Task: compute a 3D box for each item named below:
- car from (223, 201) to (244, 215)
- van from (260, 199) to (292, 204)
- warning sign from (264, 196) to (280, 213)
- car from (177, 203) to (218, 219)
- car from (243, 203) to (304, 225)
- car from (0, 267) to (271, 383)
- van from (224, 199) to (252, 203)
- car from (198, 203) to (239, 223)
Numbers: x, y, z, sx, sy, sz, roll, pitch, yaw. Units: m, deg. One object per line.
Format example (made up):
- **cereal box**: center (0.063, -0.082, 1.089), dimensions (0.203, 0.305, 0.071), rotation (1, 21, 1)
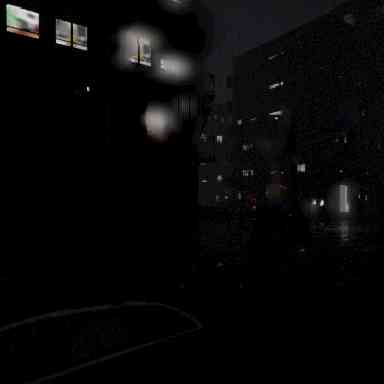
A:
- **car**: center (3.102, 1.943, 36.395), dimensions (1.895, 1.301, 4.718), rotation (0, -1, -36)
- **van**: center (8.424, 1.602, 33.589), dimensions (1.690, 1.788, 3.998), rotation (-1, 0, -36)
- **warning sign**: center (8.906, 1.400, 36.979), dimensions (1.300, 1.860, 1.060), rotation (1, 0, -36)
- **car**: center (0.483, 1.881, 34.646), dimensions (1.812, 1.442, 4.674), rotation (0, -1, -37)
- **car**: center (6.486, 1.824, 26.511), dimensions (1.895, 1.301, 4.718), rotation (0, -1, -37)
- **car**: center (-1.508, 1.492, 2.611), dimensions (4.902, 1.511, 2.128), rotation (0, 0, -36)
- **van**: center (5.096, 1.676, 38.095), dimensions (1.690, 1.788, 3.998), rotation (-1, 0, -36)
- **car**: center (1.699, 1.874, 28.653), dimensions (1.802, 1.307, 4.206), rotation (-1, 0, -36)
